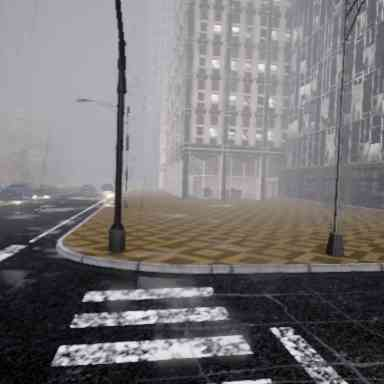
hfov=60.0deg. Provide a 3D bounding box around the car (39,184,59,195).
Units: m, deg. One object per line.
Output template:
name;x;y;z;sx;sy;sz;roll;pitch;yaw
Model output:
car;-18.691;-0.364;42.861;1.895;1.301;4.718;2;2;-8

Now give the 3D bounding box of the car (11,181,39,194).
car;-22.235;-0.637;44.488;1.837;1.490;4.892;2;2;-8

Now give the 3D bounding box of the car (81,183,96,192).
car;-17.413;-0.770;56.065;1.994;1.385;4.181;2;2;-9

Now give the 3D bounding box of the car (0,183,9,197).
car;-20.543;-0.185;33.362;2.033;1.411;5.357;2;2;-9

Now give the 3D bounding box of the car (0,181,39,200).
car;-17.214;-0.128;33.091;1.882;1.535;5.008;2;2;-9

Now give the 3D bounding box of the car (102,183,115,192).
car;-14.229;-0.765;56.746;1.882;1.535;5.008;2;2;-9
